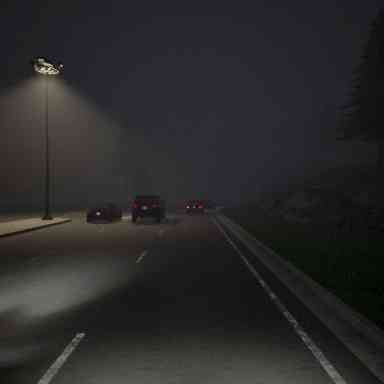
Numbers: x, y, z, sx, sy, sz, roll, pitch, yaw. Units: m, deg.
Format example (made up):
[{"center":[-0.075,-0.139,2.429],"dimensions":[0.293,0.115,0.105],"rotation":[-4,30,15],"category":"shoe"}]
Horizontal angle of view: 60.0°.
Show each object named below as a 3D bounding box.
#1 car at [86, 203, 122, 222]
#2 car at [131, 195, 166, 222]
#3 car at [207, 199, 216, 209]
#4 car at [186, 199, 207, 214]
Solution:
[{"center":[-6.890,1.564,26.499],"dimensions":[1.994,1.385,4.181],"rotation":[0,0,0],"category":"car"},{"center":[-3.393,1.224,26.593],"dimensions":[2.150,2.045,5.566],"rotation":[0,0,0],"category":"car"},{"center":[1.955,1.564,44.552],"dimensions":[1.994,1.385,4.181],"rotation":[0,0,14],"category":"car"},{"center":[0.332,1.547,35.211],"dimensions":[2.033,1.411,5.357],"rotation":[0,0,3],"category":"car"}]
